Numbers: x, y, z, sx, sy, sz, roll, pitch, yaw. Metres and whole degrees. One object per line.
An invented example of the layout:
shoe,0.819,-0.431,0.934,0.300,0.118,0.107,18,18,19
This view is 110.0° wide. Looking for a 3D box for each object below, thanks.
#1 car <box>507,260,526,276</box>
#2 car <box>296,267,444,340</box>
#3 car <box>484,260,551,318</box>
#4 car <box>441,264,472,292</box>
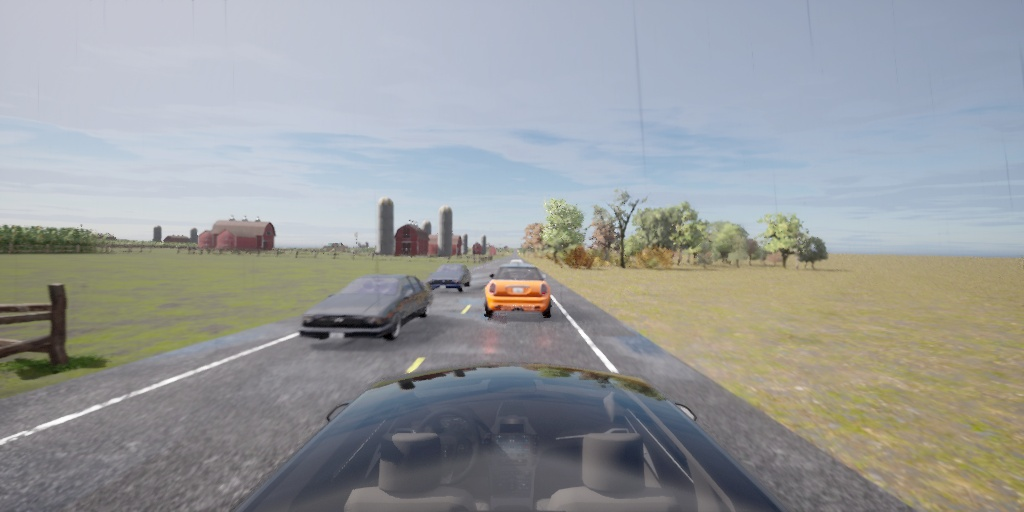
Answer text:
car,0.456,1.128,35.859,1.812,1.442,4.674,1,0,1
car,-3.529,1.212,9.921,2.033,1.411,5.357,1,0,0
car,0.210,1.054,13.016,2.097,1.767,4.553,1,0,1
car,-3.405,1.166,20.484,2.033,1.411,5.357,1,0,1
